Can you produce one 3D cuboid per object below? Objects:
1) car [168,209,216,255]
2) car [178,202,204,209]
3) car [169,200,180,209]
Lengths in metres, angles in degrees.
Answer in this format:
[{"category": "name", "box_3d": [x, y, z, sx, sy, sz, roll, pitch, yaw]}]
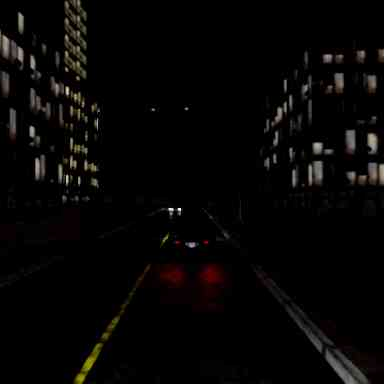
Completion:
[{"category": "car", "box_3d": [0.009, 1.678, 13.891, 1.812, 1.442, 4.674, 0, 0, 0]}, {"category": "car", "box_3d": [0.002, 1.801, 29.247, 1.882, 1.535, 5.008, 0, 0, 0]}, {"category": "car", "box_3d": [-2.855, 2.176, 58.530, 1.837, 1.490, 4.892, 0, -1, 0]}]
